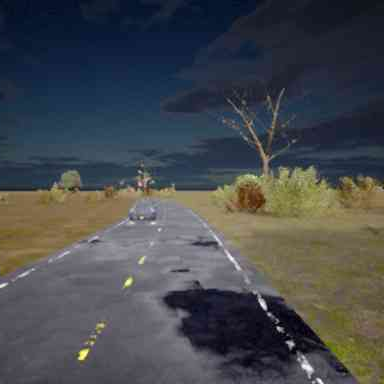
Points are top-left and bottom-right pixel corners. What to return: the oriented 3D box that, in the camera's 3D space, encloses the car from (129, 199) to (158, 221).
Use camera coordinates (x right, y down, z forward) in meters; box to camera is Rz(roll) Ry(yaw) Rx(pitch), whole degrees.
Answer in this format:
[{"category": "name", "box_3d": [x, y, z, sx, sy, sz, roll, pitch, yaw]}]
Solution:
[{"category": "car", "box_3d": [-3.982, 1.400, 27.751, 2.097, 1.767, 4.553, 0, 0, -3]}]
